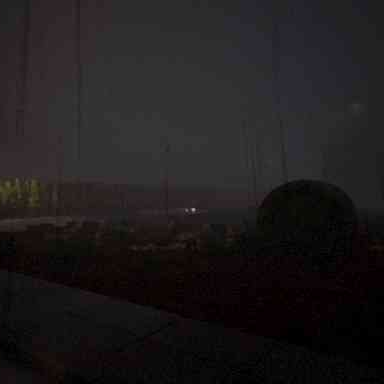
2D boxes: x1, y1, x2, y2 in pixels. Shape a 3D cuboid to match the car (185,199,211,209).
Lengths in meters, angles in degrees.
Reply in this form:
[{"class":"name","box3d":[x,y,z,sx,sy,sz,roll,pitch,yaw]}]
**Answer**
[{"class":"car","box3d":[1.015,1.865,53.207,2.033,1.411,5.357,-1,0,33]}]
